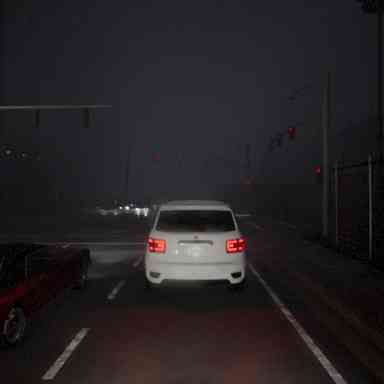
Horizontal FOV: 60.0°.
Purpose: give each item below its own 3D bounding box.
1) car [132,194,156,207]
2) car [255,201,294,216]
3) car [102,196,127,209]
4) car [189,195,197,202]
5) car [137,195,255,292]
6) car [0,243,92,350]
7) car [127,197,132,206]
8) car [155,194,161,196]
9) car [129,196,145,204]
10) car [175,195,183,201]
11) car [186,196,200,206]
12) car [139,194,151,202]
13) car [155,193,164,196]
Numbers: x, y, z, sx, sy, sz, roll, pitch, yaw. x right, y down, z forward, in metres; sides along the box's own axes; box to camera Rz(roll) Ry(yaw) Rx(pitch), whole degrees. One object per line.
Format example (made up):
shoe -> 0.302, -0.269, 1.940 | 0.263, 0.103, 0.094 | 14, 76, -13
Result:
car -> -6.989, 1.487, 48.983 | 2.128, 1.511, 4.902 | 0, 0, 0
car -> 7.822, 1.615, 32.677 | 4.181, 1.385, 1.994 | 0, 0, 0
car -> -10.505, 1.347, 44.595 | 2.097, 1.767, 4.553 | 0, 0, 0
car -> 0.157, 1.516, 77.201 | 1.812, 1.442, 4.674 | 0, 0, 0
car -> 0.090, 1.221, 9.096 | 2.150, 2.045, 5.566 | 0, 0, 0
car -> -3.430, 1.600, 6.173 | 1.895, 1.301, 4.718 | 0, 0, 1
car -> -10.483, 1.486, 53.748 | 2.128, 1.511, 4.902 | 0, 0, 0
car -> -6.959, 1.520, 58.242 | 1.812, 1.442, 4.674 | 0, 0, 0
car -> -10.424, 1.485, 63.140 | 2.128, 1.511, 4.902 | 0, 0, 1
car -> -3.327, 1.531, 86.037 | 2.033, 1.411, 5.357 | 0, 0, 0
car -> 0.188, 1.486, 54.316 | 2.128, 1.511, 4.902 | 0, 0, 0
car -> -10.353, 1.347, 73.188 | 2.097, 1.767, 4.553 | 0, 0, 0
car -> -6.862, 1.214, 68.956 | 2.150, 2.045, 5.566 | 0, 0, 0
